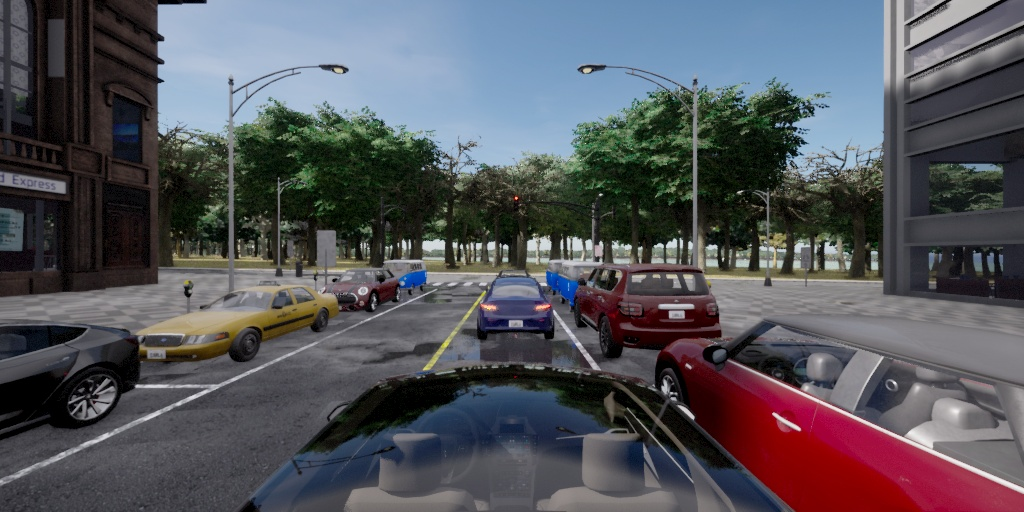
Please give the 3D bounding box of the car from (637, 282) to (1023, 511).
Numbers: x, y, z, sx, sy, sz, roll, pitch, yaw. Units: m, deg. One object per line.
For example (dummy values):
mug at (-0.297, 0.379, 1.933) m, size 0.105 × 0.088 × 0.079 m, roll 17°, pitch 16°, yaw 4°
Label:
car at (2.763, 1.190, 2.956) m, size 1.967 × 1.591 × 4.097 m, roll 0°, pitch 0°, yaw 0°

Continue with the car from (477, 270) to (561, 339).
car at (0.097, 1.275, 9.931) m, size 1.812 × 1.442 × 4.674 m, roll 0°, pitch 0°, yaw 0°

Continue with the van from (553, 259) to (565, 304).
van at (2.760, 1.090, 13.831) m, size 1.690 × 1.789 × 3.998 m, roll 0°, pitch 0°, yaw 0°

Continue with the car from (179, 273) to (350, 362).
car at (-5.764, 1.275, 8.222) m, size 1.751 × 1.417 × 4.829 m, roll 0°, pitch 0°, yaw 0°

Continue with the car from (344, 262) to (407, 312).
car at (-5.765, 1.189, 13.829) m, size 1.967 × 1.591 × 4.097 m, roll 0°, pitch 0°, yaw 0°

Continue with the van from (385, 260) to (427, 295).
van at (-5.766, 1.091, 19.267) m, size 1.690 × 1.789 × 3.998 m, roll 0°, pitch 0°, yaw 0°

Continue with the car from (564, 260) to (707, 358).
car at (2.761, 1.064, 8.394) m, size 2.192 × 1.841 × 5.009 m, roll 0°, pitch 0°, yaw 0°

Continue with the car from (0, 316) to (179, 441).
car at (-5.763, 1.316, 2.954) m, size 1.948 × 1.339 × 4.313 m, roll 0°, pitch 0°, yaw 0°

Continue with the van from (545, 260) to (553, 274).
van at (2.759, 1.091, 19.269) m, size 1.690 × 1.789 × 3.998 m, roll 0°, pitch 0°, yaw 0°
